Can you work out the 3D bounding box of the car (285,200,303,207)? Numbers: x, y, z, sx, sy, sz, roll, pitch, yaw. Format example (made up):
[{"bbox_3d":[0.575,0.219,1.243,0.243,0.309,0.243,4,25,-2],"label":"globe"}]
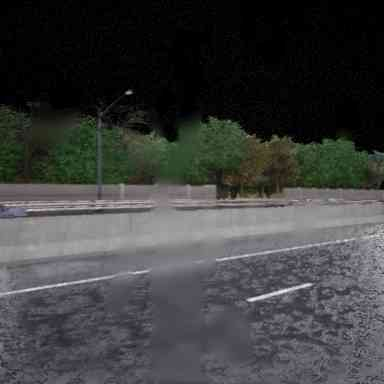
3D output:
[{"bbox_3d":[14.308,1.692,44.091,4.181,1.385,1.994,1,0,-35],"label":"car"}]

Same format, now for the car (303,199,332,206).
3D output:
[{"bbox_3d":[16.625,1.621,41.449,4.902,1.511,2.128,1,-1,-35],"label":"car"}]

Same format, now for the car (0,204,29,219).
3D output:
[{"bbox_3d":[-14.605,1.567,23.632,5.357,1.411,2.033,0,0,-35],"label":"car"}]

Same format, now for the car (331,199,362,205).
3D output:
[{"bbox_3d":[18.582,1.689,38.551,4.181,1.385,1.994,1,-1,-35],"label":"car"}]

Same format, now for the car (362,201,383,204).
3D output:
[{"bbox_3d":[20.609,1.686,35.697,4.181,1.385,1.994,1,-1,-35],"label":"car"}]
